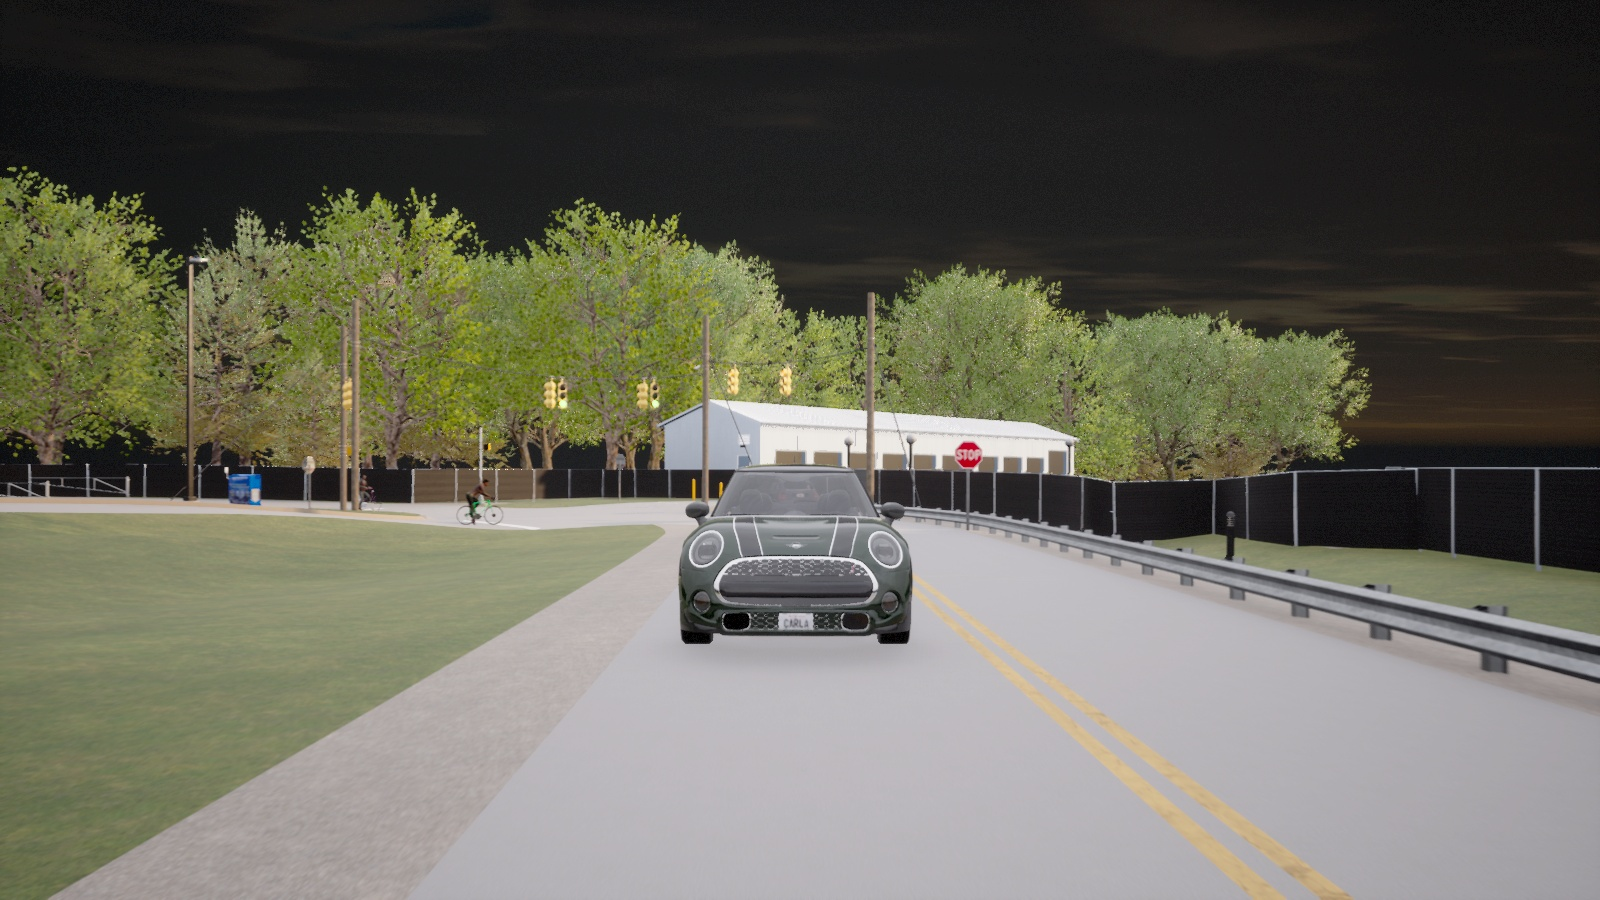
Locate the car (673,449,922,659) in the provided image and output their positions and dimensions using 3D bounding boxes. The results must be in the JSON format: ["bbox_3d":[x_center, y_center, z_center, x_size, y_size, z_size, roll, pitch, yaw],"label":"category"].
[{"bbox_3d":[-0.043,0.926,12.912,2.097,1.767,4.553,0,-1,0],"label":"car"}]

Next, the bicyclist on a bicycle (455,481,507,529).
[{"bbox_3d":[-11.257,1.931,44.297,1.656,1.620,0.582,1,0,-26],"label":"bicyclist on a bicycle"}]
